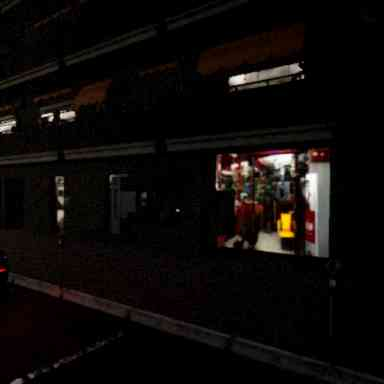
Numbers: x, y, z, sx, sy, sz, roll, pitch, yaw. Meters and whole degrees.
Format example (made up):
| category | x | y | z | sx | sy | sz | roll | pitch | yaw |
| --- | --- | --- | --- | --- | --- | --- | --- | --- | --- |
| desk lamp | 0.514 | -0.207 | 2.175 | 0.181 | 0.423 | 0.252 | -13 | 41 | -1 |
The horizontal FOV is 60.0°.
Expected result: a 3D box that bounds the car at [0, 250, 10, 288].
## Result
| category | x | y | z | sx | sy | sz | roll | pitch | yaw |
| --- | --- | --- | --- | --- | --- | --- | --- | --- | --- |
| car | -6.037 | 1.516 | 7.736 | 4.674 | 1.442 | 1.812 | 0 | 0 | 35 |
